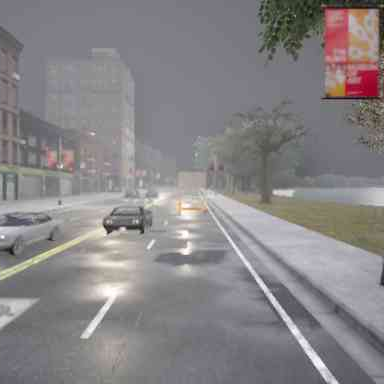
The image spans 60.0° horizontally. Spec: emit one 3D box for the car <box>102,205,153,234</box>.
[{"bbox_3d":[-3.145,1.348,17.360,1.895,1.301,4.718,0,1,0],"label":"car"}]

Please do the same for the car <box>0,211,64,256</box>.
[{"bbox_3d":[-6.596,1.438,12.481,1.895,1.301,4.718,0,1,0],"label":"car"}]

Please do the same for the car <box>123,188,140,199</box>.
[{"bbox_3d":[-9.787,0.171,54.197,2.097,1.767,4.553,0,2,1],"label":"car"}]

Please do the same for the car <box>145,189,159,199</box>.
[{"bbox_3d":[-6.538,0.313,54.512,1.837,1.490,4.892,0,2,1],"label":"car"}]

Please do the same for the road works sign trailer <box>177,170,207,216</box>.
[{"bbox_3d":[0.008,0.002,26.903,2.380,3.560,2.880,0,1,0],"label":"road works sign trailer"}]
